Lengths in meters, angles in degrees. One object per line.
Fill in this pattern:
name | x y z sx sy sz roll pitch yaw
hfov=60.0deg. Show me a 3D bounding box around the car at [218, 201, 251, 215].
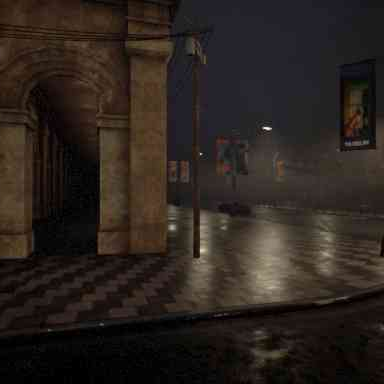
car | 4.224 1.595 33.572 1.895 1.301 4.718 0 0 -15
